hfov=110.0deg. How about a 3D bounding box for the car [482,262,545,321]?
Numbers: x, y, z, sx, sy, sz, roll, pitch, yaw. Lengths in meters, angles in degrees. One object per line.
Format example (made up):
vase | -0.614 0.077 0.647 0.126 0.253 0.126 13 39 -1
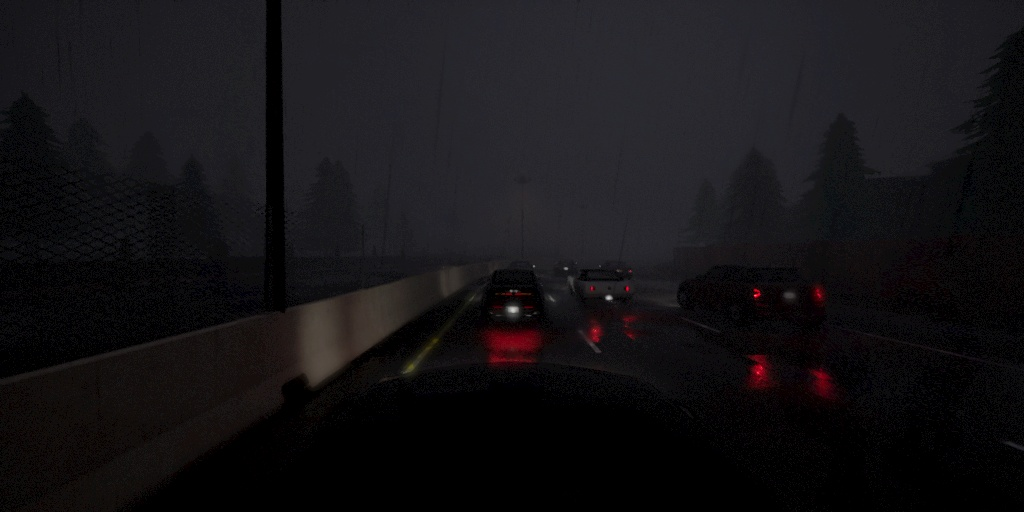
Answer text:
car | 0.062 1.152 12.032 1.837 1.490 4.892 0 1 1

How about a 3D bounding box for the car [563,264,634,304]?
car | 3.592 1.213 15.400 1.895 1.301 4.718 0 1 1

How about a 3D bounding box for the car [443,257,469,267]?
car | -8.159 0.784 52.734 2.033 1.411 5.357 0 1 19

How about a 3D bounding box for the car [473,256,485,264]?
car | -4.146 0.723 53.363 2.128 1.511 4.902 0 0 20

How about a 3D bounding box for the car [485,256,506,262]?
car | -1.717 0.792 49.725 1.812 1.442 4.674 0 1 18

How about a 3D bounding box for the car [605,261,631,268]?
car | 7.674 1.045 26.834 2.033 1.411 5.357 0 1 6

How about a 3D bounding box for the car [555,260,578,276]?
car | 4.892 1.009 32.013 1.994 1.385 4.181 0 1 9

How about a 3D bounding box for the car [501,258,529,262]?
car | 0.663 1.043 27.016 2.033 1.411 5.357 0 1 6

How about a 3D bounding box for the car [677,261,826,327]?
car | 7.054 1.006 11.203 2.097 1.767 4.553 0 1 0
